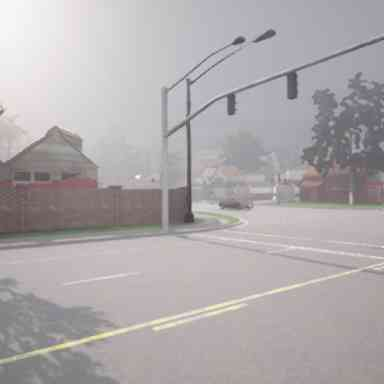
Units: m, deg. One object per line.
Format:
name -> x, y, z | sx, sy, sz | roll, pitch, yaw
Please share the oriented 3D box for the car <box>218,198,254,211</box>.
car -> 5.220, 1.414, 39.705 | 2.128, 1.511, 4.902 | -1, 0, -37
